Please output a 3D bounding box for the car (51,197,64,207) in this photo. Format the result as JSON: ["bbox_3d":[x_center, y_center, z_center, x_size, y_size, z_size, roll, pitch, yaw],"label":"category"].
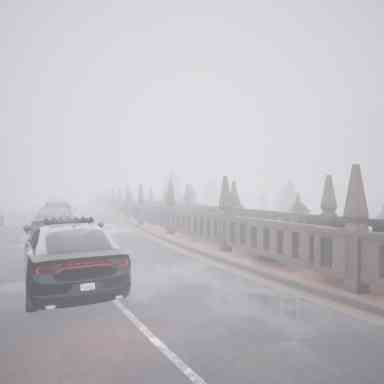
[{"bbox_3d":[-21.461,1.503,53.250,1.837,1.490,4.892,0,0,-20],"label":"car"}]

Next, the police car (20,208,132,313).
[{"bbox_3d":[-2.978,1.425,8.012,1.930,1.638,5.238,0,0,-27],"label":"police car"}]

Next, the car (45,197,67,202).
[{"bbox_3d":[-8.456,1.350,21.048,2.097,1.767,4.553,0,0,-20],"label":"car"}]

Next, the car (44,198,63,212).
[{"bbox_3d":[-16.816,1.504,40.625,1.837,1.490,4.892,0,0,-19],"label":"car"}]

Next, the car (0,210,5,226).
[{"bbox_3d":[-12.954,1.563,20.559,1.994,1.385,4.181,0,0,-21],"label":"car"}]

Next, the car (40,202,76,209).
[{"bbox_3d":[-6.510,1.477,15.794,1.882,1.535,5.008,0,0,-22],"label":"car"}]
